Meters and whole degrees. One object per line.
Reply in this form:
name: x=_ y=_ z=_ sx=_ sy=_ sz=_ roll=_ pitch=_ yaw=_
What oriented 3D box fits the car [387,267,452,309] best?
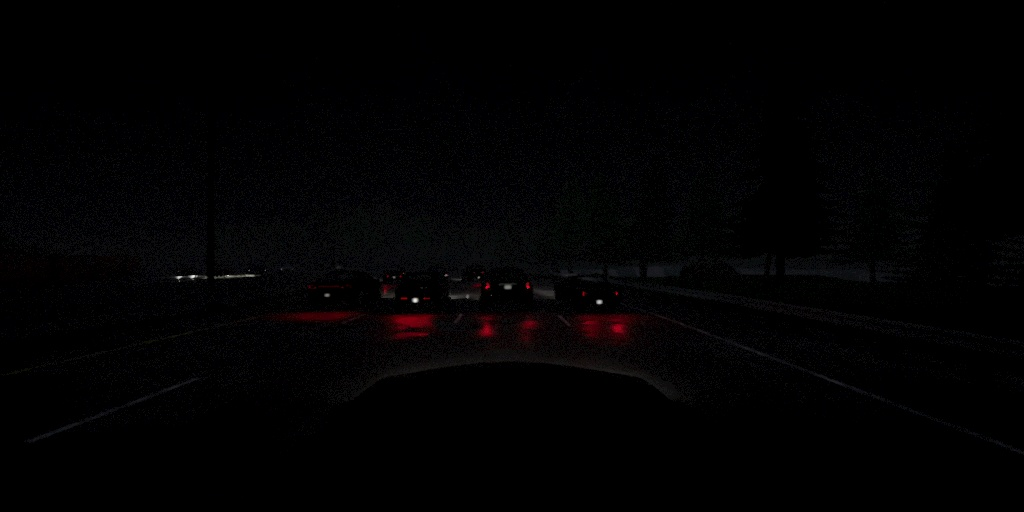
car: x=-3.844 y=1.409 z=15.838 sx=1.837 sy=1.490 sz=4.892 roll=0 pitch=0 yaw=-5

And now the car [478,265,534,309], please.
car: x=-0.348 y=1.254 z=15.972 sx=2.097 sy=1.767 sz=4.553 roll=0 pitch=-1 yaw=-5

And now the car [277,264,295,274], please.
car: x=-32.490 y=1.812 z=51.552 sx=1.812 sy=1.442 sz=4.674 roll=1 pitch=-1 yaw=-38

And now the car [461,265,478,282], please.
car: x=-3.521 y=1.596 z=33.190 sx=1.837 sy=1.490 sz=4.892 roll=0 pitch=0 yaw=-17

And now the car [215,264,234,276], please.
car: x=-36.972 y=1.703 z=45.922 sx=1.882 sy=1.535 sz=5.008 roll=1 pitch=-1 yaw=-37

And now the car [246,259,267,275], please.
car: x=-35.660 y=1.493 z=49.996 sx=2.150 sy=2.045 sz=5.566 roll=1 pitch=-1 yaw=-38

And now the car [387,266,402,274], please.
car: x=-10.399 y=1.598 z=31.758 sx=1.812 sy=1.442 sz=4.674 roll=0 pitch=0 yaw=-17

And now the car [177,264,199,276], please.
car: x=-40.781 y=1.766 z=45.220 sx=2.033 sy=1.411 sz=5.357 roll=0 pitch=-1 yaw=-37

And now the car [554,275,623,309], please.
car: x=3.172 y=1.505 z=16.012 sx=1.895 sy=1.301 sz=4.718 roll=0 pitch=-1 yaw=-5

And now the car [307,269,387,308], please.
car: x=-7.414 y=1.385 z=16.373 sx=1.882 sy=1.535 sz=5.008 roll=0 pitch=0 yaw=-6

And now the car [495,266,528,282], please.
car: x=-0.147 y=1.663 z=34.096 sx=1.994 sy=1.385 sz=4.181 roll=0 pitch=-1 yaw=-17
